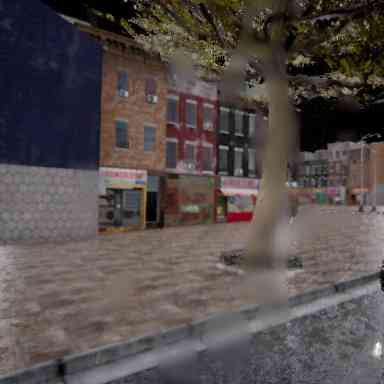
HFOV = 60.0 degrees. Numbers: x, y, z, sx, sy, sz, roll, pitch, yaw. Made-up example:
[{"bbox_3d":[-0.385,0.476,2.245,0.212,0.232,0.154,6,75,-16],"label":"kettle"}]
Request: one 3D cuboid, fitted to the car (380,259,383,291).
[{"bbox_3d":[6.127,1.461,7.357,5.008,1.535,1.882,0,0,-34],"label":"car"}]
